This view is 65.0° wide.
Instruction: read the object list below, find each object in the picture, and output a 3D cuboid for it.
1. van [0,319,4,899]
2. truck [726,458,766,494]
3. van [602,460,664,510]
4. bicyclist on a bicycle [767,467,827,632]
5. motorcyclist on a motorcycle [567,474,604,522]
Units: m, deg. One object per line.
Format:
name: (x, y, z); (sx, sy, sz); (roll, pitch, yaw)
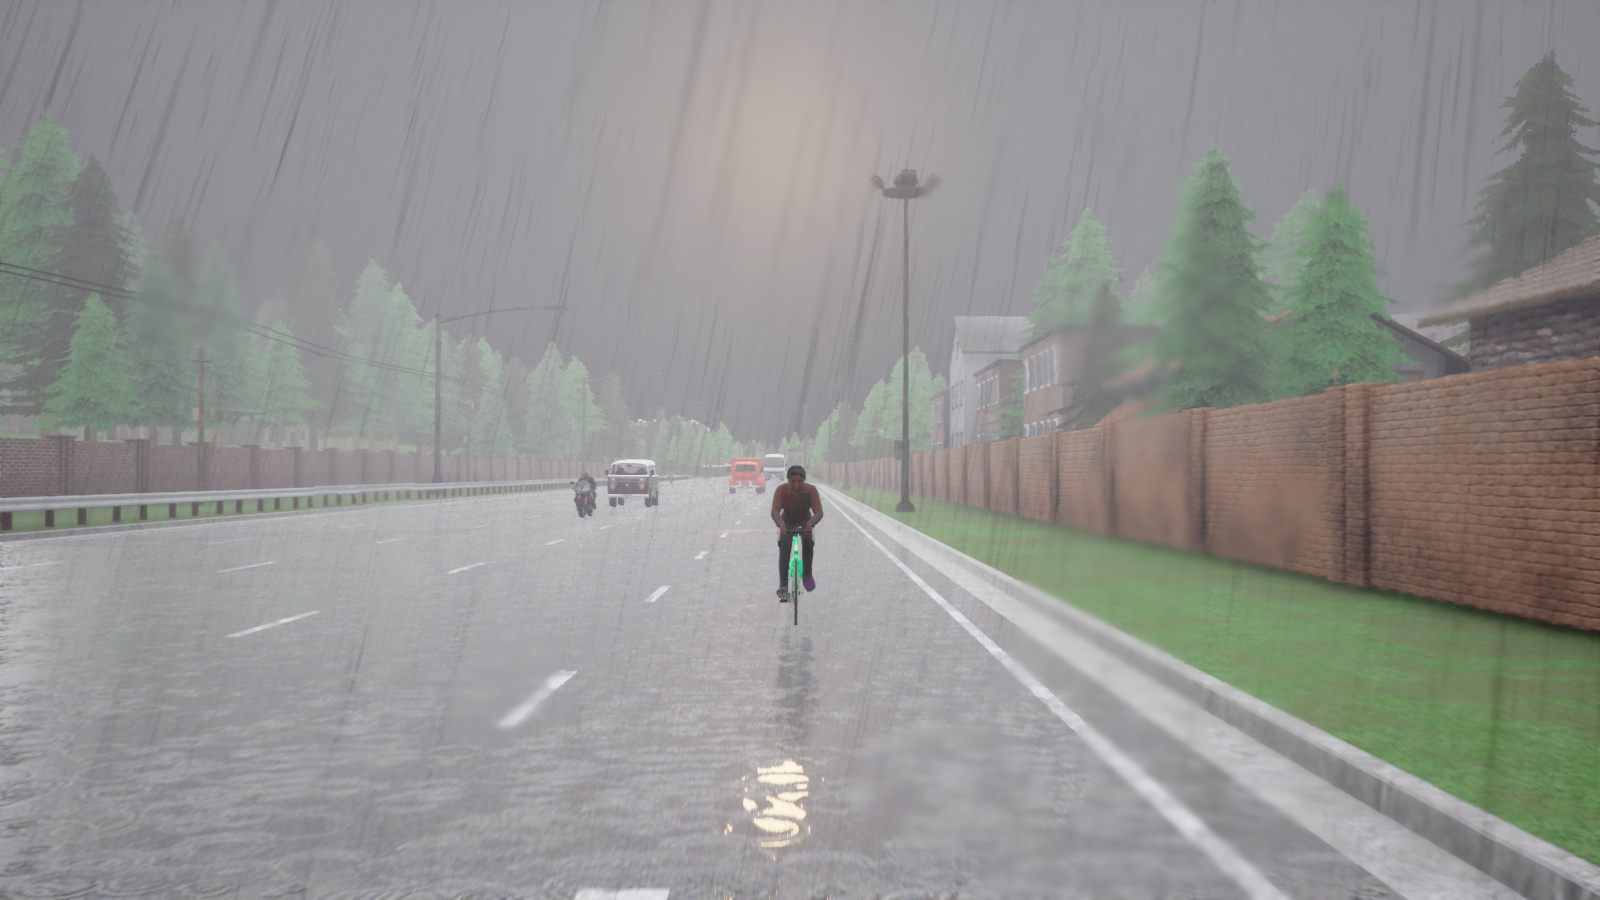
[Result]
van: (-3.505, 0.580, 1.653); (2.069, 2.038, 4.480); (0, -1, 0)
truck: (-3.716, 1.808, 87.509); (2.627, 2.467, 5.204); (0, -1, 0)
van: (-7.133, 1.472, 54.099); (2.069, 2.038, 4.480); (0, -1, 0)
bicyclist on a bicycle: (-0.033, 0.989, 13.209); (0.582, 1.620, 1.656); (0, -1, 0)
motorcyclist on a motorcycle: (-7.102, 1.577, 41.723); (0.866, 1.530, 2.191); (0, -1, 0)
